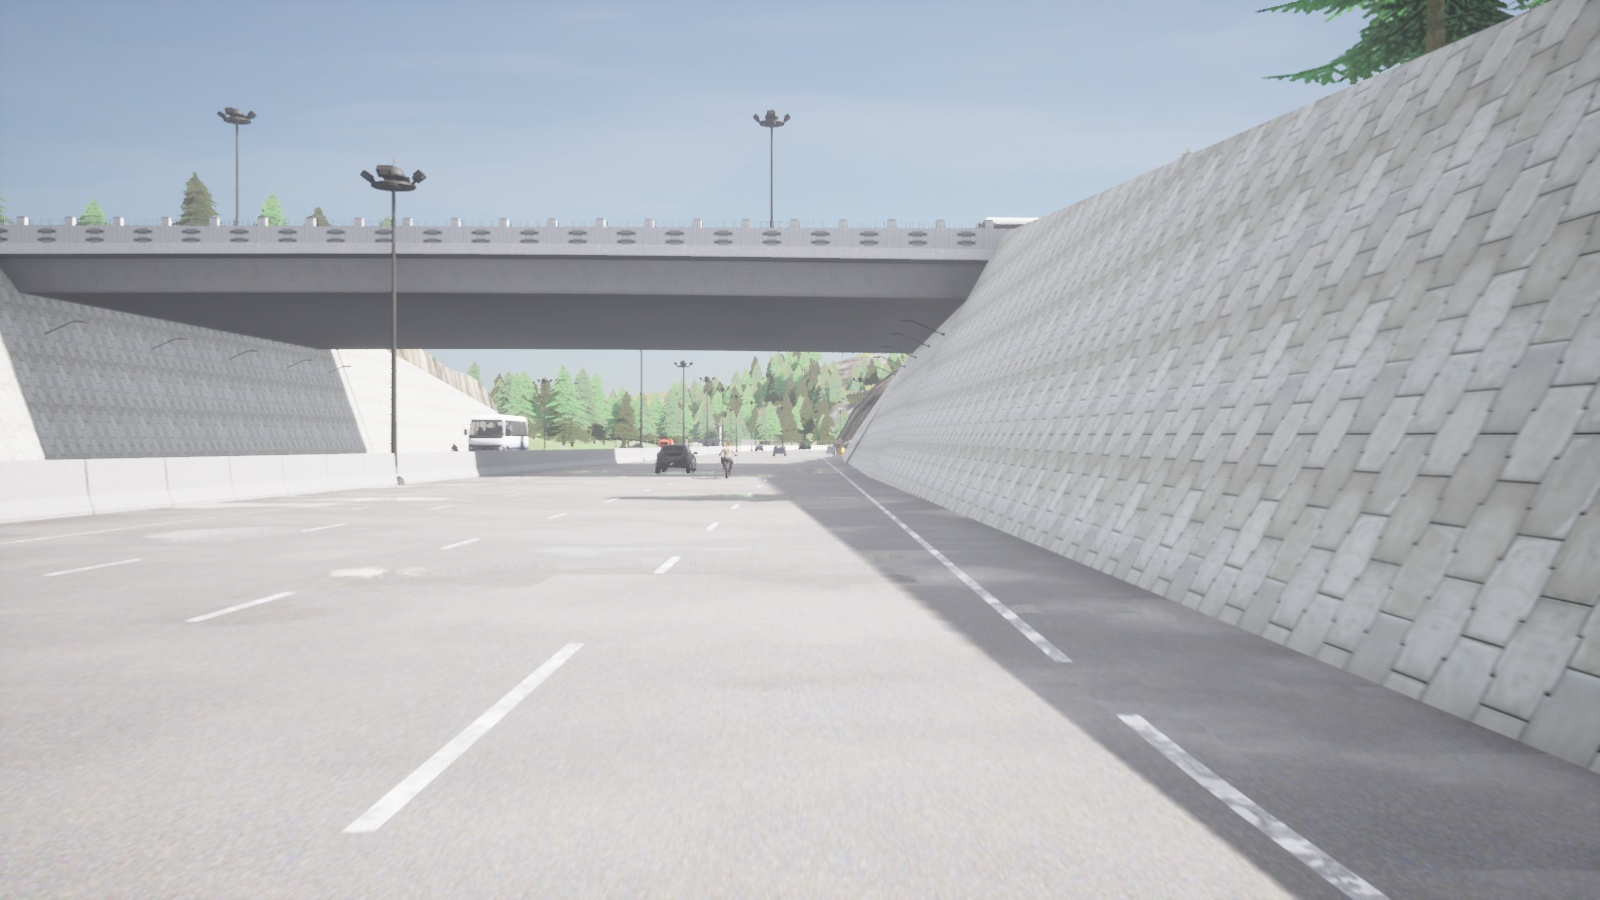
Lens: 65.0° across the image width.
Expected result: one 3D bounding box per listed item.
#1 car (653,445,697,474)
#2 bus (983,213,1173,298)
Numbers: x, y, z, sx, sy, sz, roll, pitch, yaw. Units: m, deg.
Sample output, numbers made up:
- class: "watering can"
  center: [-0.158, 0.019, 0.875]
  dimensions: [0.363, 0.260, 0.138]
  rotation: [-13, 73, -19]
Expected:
- class: "car"
  center: [-6.602, 0.470, 66.970]
  dimensions: [1.837, 1.490, 4.892]
  rotation: [0, 0, 0]
- class: "bus"
  center: [16.204, -11.377, 73.913]
  dimensions: [10.273, 4.253, 3.944]
  rotation: [1, 0, 1]
